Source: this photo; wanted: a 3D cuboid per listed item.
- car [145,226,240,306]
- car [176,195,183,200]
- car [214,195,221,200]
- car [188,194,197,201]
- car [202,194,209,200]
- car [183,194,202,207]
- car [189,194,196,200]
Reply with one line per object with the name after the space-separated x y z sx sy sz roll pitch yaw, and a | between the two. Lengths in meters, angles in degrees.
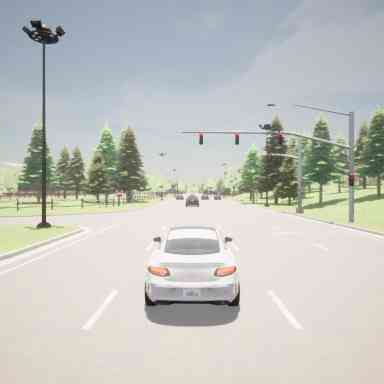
0.017 1.526 7.884 1.812 1.442 4.674 0 0 0 | car
-3.375 1.552 93.205 1.994 1.385 4.181 0 0 0 | car
7.125 1.525 93.224 2.128 1.511 4.902 0 0 0 | car
0.111 1.347 82.787 2.097 1.767 4.553 0 0 0 | car
3.625 1.355 93.199 2.097 1.767 4.553 0 0 0 | car
0.070 1.352 51.757 2.097 1.767 4.553 0 0 0 | car
0.125 1.332 92.820 1.837 1.490 4.892 0 0 0 | car
